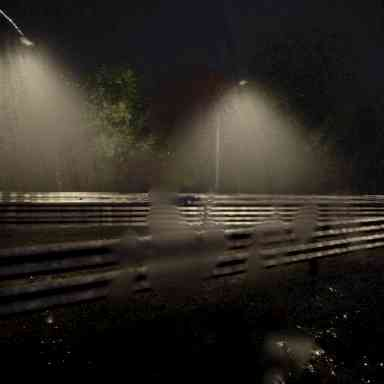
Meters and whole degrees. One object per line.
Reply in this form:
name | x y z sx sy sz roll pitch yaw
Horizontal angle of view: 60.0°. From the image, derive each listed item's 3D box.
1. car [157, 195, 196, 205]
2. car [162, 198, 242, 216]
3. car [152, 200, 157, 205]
car | 0.014 1.064 24.622 4.674 1.442 1.812 1 1 -12
car | 0.739 1.235 21.204 4.718 1.301 1.895 1 1 -12
car | -0.695 0.989 28.050 5.357 1.411 2.033 1 1 -12
